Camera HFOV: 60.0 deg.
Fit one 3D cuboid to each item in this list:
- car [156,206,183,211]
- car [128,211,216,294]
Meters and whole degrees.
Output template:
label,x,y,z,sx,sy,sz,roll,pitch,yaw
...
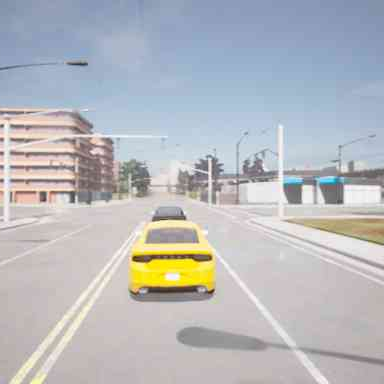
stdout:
label,x,y,z,sx,sy,sz,roll,pitch,yaw
car,-1.266,1.524,18.564,1.882,1.535,5.008,0,0,-4
car,-0.534,1.500,8.911,1.882,1.535,5.008,0,0,-4
